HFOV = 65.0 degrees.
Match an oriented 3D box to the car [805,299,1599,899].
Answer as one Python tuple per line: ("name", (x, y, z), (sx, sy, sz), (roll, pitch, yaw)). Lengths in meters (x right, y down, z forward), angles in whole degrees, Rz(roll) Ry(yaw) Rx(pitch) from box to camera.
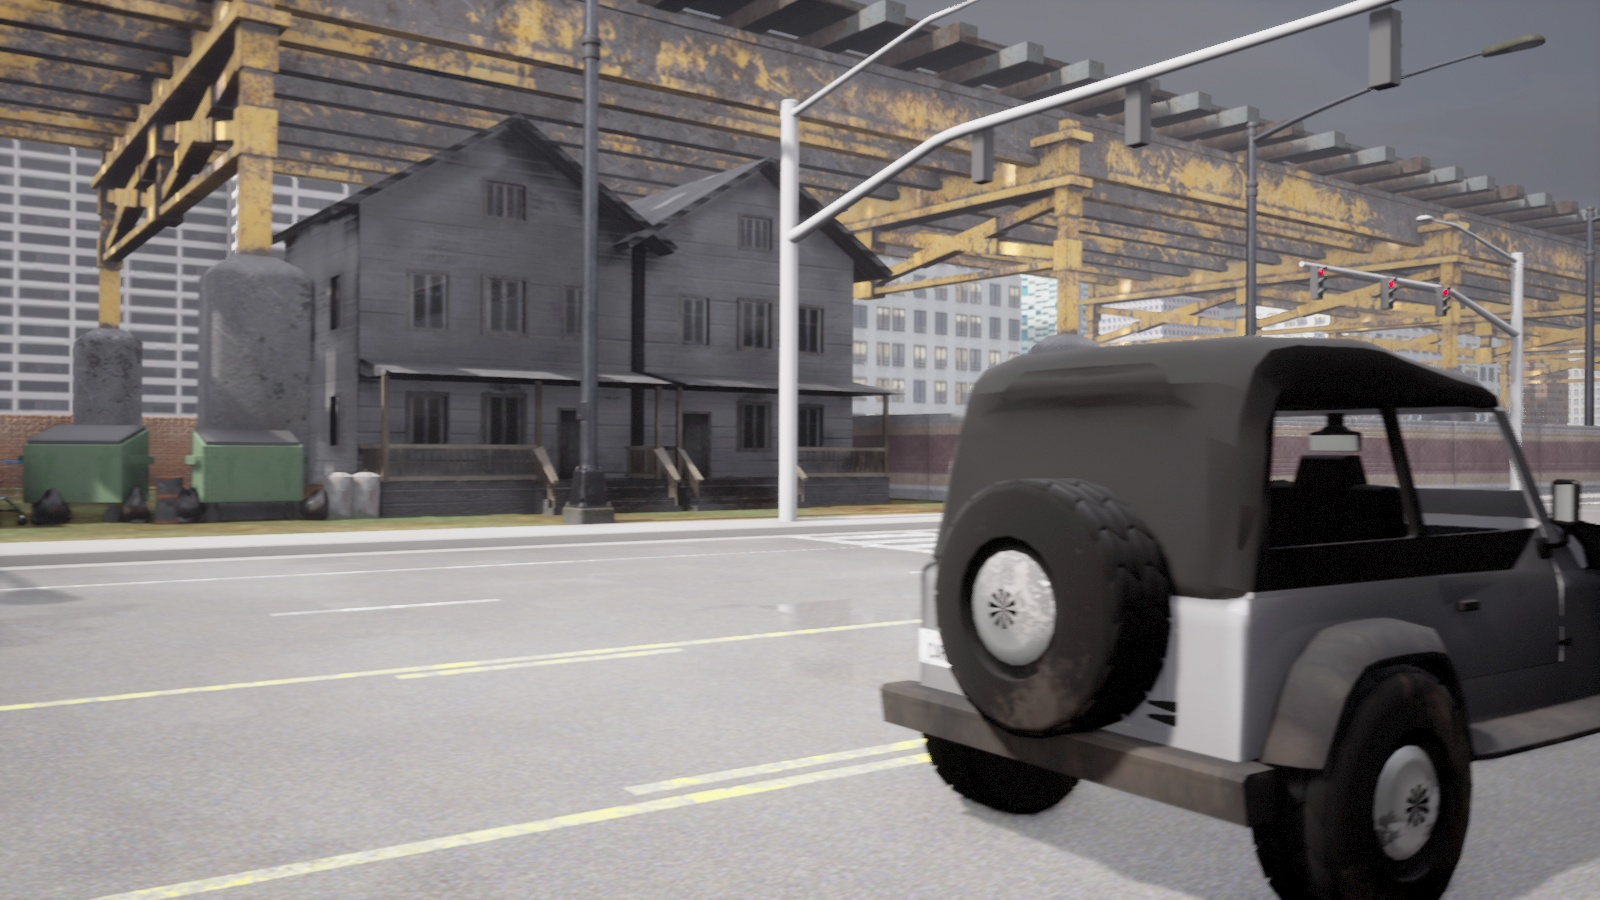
("car", (2.154, 0.545, 5.162), (3.866, 1.878, 1.905), (0, 0, -34))
